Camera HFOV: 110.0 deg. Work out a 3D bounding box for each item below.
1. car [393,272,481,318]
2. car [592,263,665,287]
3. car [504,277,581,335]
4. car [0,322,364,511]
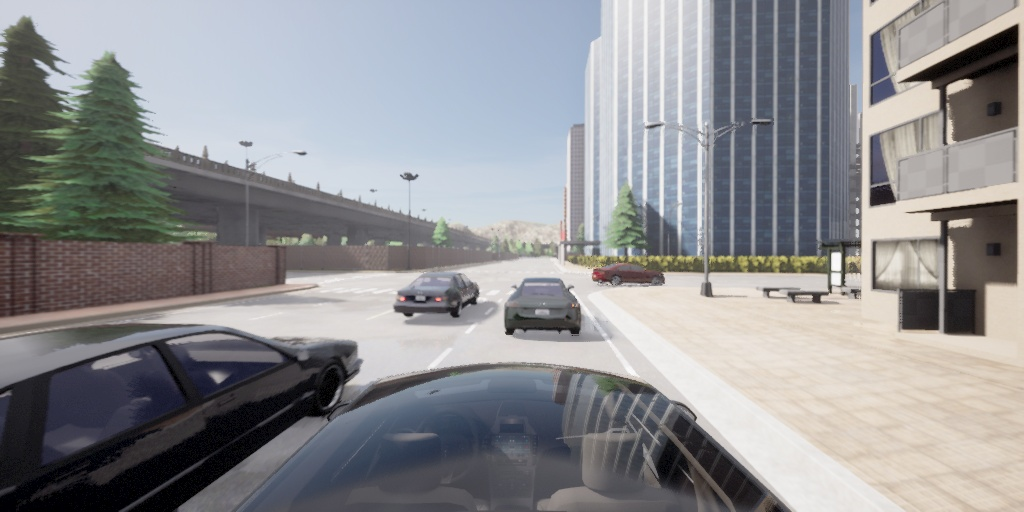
[{"bbox_3d":[-2.447,1.272,12.931,2.033,1.411,5.357,0,0,5],"label":"car"},{"bbox_3d":[8.050,1.257,24.688,5.008,1.535,1.882,1,-2,-11],"label":"car"},{"bbox_3d":[0.888,1.304,10.560,1.994,1.385,4.181,0,0,5],"label":"car"},{"bbox_3d":[-3.228,1.284,2.887,2.033,1.411,5.357,0,0,3],"label":"car"}]
